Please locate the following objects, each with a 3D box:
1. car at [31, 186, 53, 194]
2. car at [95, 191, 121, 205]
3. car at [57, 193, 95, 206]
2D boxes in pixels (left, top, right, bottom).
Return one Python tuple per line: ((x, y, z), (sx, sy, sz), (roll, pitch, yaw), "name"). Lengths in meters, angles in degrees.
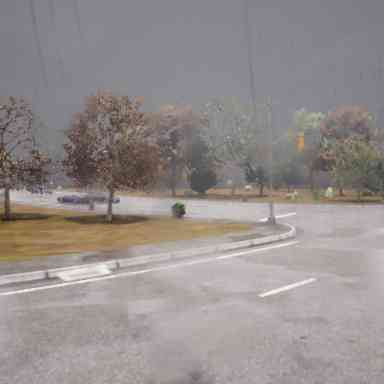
((-23.633, -0.249, 51.867), (5.008, 1.535, 1.882), (3, 4, 38), "car")
((-10.971, 0.716, 41.622), (4.892, 1.490, 1.837), (3, 3, 39), "car")
((-14.096, 0.875, 39.647), (4.718, 1.301, 1.895), (3, 3, 39), "car")
